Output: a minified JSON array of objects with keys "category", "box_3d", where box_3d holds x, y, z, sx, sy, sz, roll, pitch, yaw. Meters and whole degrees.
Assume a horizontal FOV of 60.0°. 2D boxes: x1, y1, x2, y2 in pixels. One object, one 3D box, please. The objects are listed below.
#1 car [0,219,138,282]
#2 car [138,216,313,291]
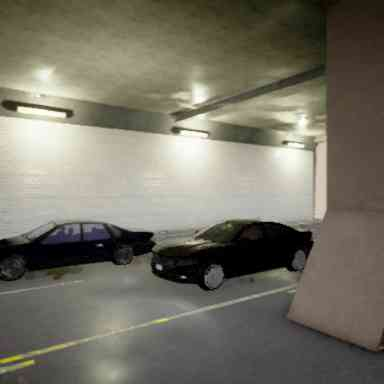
[{"category":"car","box_3d":[-3.653,1.547,9.983,5.357,1.411,2.033,0,0,-35]},{"category":"car","box_3d":[1.272,1.476,9.195,5.008,1.535,1.882,0,0,-35]}]
